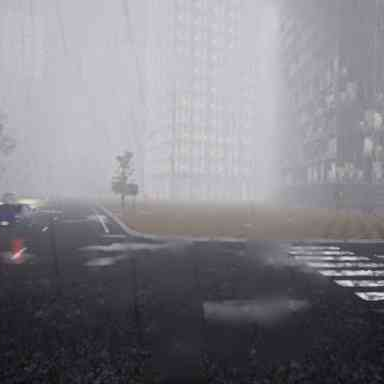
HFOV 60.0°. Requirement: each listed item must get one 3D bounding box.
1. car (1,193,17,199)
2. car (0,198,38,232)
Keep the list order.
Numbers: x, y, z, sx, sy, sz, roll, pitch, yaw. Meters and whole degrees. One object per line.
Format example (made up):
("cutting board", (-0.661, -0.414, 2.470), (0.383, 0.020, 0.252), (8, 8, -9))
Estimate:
("car", (-28.421, 0.879, 51.896), (1.812, 1.442, 4.674), (1, 0, -21))
("car", (-9.622, 1.297, 18.071), (1.812, 1.442, 4.674), (1, 0, -18))
